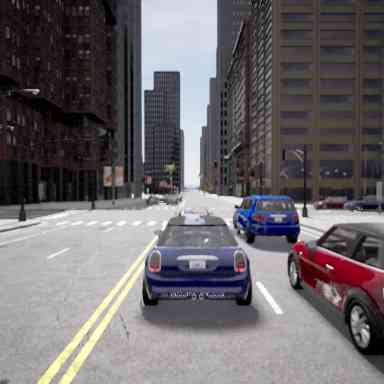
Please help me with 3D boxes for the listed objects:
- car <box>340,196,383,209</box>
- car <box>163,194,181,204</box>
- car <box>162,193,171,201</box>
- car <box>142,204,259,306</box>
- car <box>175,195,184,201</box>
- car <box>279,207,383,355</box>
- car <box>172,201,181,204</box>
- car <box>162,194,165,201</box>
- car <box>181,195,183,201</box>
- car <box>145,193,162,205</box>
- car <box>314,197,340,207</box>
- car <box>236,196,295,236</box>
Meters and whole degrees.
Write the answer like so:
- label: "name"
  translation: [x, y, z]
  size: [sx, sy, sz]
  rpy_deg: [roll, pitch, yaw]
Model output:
- label: "car"
  translation: [19.441, 1.240, 36.990]
  size: [4.553, 1.767, 2.097]
  rpy_deg: [0, 1, 0]
- label: "car"
  translation: [-3.283, 1.441, 55.159]
  size: [1.812, 1.442, 4.674]
  rpy_deg: [0, 0, 0]
- label: "car"
  translation: [-6.436, 1.226, 84.857]
  size: [2.097, 1.767, 4.553]
  rpy_deg: [0, 0, 0]
- label: "car"
  translation: [0.102, 1.341, 8.189]
  size: [2.097, 1.767, 4.553]
  rpy_deg: [0, 0, 0]
- label: "car"
  translation: [-3.186, 1.409, 85.176]
  size: [2.033, 1.411, 5.357]
  rpy_deg: [0, 0, 0]
- label: "car"
  translation: [3.350, 1.344, 6.228]
  size: [2.097, 1.767, 4.553]
  rpy_deg: [0, 0, 0]
- label: "car"
  translation: [0.106, 1.465, 17.126]
  size: [2.128, 1.511, 4.902]
  rpy_deg: [0, 0, 0]
- label: "car"
  translation: [-6.447, 1.450, 69.695]
  size: [1.994, 1.385, 4.181]
  rpy_deg: [0, 0, 0]
- label: "car"
  translation: [-3.197, 1.422, 69.878]
  size: [1.812, 1.442, 4.674]
  rpy_deg: [0, 0, 0]
- label: "car"
  translation: [-6.535, 1.419, 54.870]
  size: [1.837, 1.490, 4.892]
  rpy_deg: [0, 0, 0]
- label: "car"
  translation: [16.709, 1.289, 39.670]
  size: [4.097, 1.590, 1.967]
  rpy_deg: [0, 1, 0]
- label: "car"
  translation: [3.364, 1.197, 15.938]
  size: [2.150, 2.045, 5.566]
  rpy_deg: [0, 0, -2]
